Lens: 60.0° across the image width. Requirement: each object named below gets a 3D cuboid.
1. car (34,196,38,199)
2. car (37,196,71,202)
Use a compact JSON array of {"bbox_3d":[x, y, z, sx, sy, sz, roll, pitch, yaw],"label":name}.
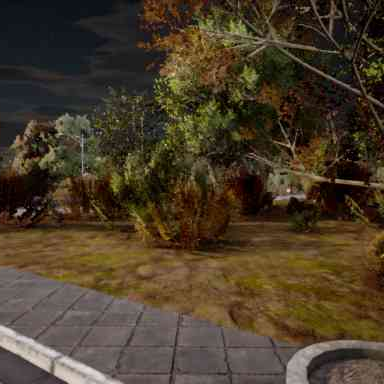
[{"bbox_3d":[-20.590,1.231,42.881,2.128,1.511,4.902,0,0,32],"label":"car"},{"bbox_3d":[-16.510,1.312,42.804,2.033,1.411,5.357,0,0,32],"label":"car"}]
